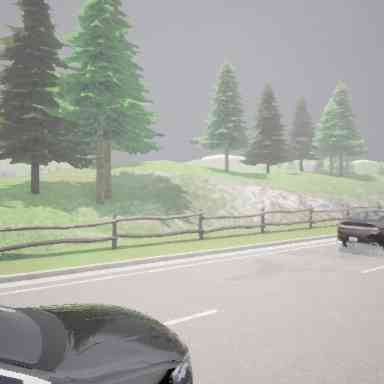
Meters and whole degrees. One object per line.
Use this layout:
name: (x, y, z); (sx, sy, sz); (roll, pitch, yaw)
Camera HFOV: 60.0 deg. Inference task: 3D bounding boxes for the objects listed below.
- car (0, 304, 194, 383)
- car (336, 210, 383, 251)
car: (-2.215, 1.492, 2.184); (4.902, 1.511, 2.128); (0, 0, -35)
car: (7.832, 1.491, 13.438); (4.902, 1.511, 2.128); (0, 0, -35)
